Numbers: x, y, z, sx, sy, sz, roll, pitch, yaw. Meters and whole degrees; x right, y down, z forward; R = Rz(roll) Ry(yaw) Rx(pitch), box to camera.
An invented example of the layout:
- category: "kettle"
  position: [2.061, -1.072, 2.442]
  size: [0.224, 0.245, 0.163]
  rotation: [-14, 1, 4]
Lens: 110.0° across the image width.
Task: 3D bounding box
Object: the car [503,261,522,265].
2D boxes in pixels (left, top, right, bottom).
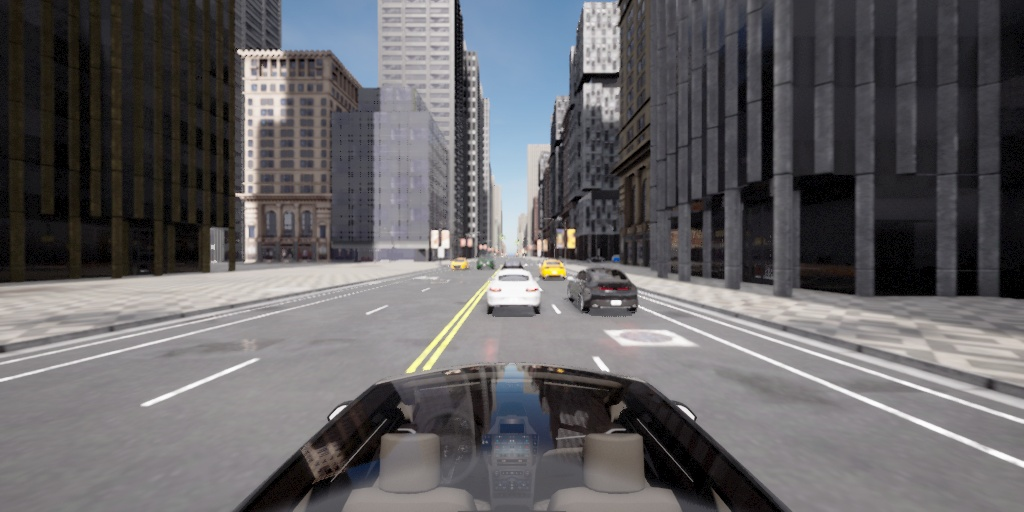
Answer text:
- category: "car"
  position: [0.057, 1.120, 28.703]
  size: [2.128, 1.511, 4.902]
  rotation: [0, 0, 0]

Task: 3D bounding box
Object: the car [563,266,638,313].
- category: "car"
  position: [3.315, 1.202, 13.775]
  size: [1.837, 1.490, 4.892]
  rotation: [0, 1, 0]

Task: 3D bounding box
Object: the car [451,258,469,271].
- category: "car"
  position: [-6.614, 1.026, 45.900]
  size: [1.882, 1.535, 5.008]
  rotation: [0, 0, 0]

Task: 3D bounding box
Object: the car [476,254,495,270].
- category: "car"
  position: [-3.363, 0.769, 46.683]
  size: [2.150, 2.045, 5.566]
  rotation: [0, 0, 0]

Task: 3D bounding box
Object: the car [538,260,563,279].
- category: "car"
  position: [3.313, 1.098, 30.196]
  size: [1.882, 1.535, 5.008]
  rotation: [0, 0, 0]

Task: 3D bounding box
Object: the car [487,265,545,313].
- category: "car"
  position: [0.065, 1.223, 13.504]
  size: [1.812, 1.442, 4.674]
  rotation: [0, 0, 0]
